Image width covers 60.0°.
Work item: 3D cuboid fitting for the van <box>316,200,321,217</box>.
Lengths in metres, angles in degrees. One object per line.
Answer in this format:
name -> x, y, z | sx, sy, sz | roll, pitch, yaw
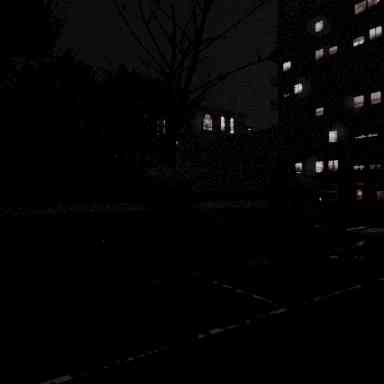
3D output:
van -> 10.526, 1.646, 32.576 | 1.690, 1.788, 3.998 | -1, 0, -36
